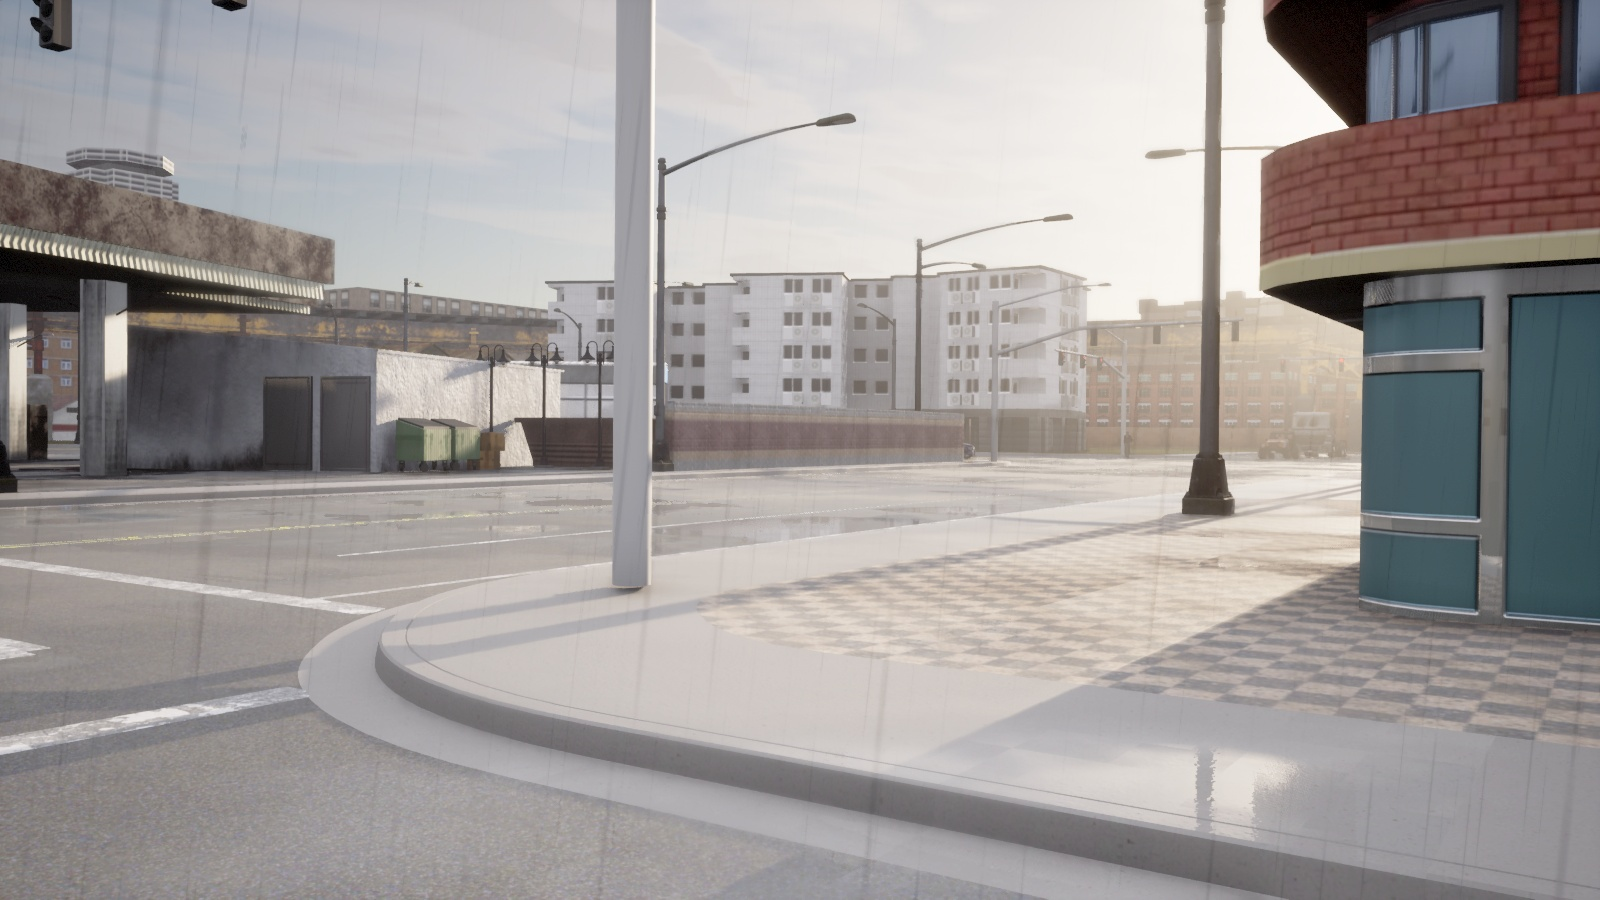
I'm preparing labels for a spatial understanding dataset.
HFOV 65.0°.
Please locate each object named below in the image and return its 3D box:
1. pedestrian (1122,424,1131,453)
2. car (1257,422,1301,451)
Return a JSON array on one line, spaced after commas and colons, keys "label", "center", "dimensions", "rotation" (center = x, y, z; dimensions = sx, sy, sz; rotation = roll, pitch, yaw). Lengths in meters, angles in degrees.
[{"label": "pedestrian", "center": [20.891, -0.758, 80.243], "dimensions": [0.376, 1.854, 0.720], "rotation": [0, 1, 30]}, {"label": "car", "center": [31.640, -0.891, 82.901], "dimensions": [1.905, 1.878, 3.866], "rotation": [0, 1, 34]}]
